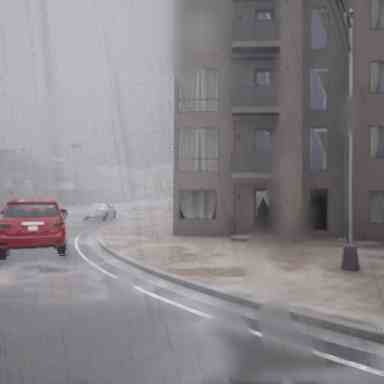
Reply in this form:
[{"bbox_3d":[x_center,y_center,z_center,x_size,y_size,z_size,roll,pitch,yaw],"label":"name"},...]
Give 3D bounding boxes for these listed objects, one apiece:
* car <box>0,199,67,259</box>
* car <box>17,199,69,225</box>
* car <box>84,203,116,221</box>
[{"bbox_3d":[-6.228,1.279,13.197,2.150,2.045,5.566,0,0,-24],"label":"car"},{"bbox_3d":[-11.520,1.471,26.116,2.097,1.767,4.553,0,0,0],"label":"car"},{"bbox_3d":[-8.013,1.695,29.203,1.812,1.442,4.674,0,0,2],"label":"car"}]
